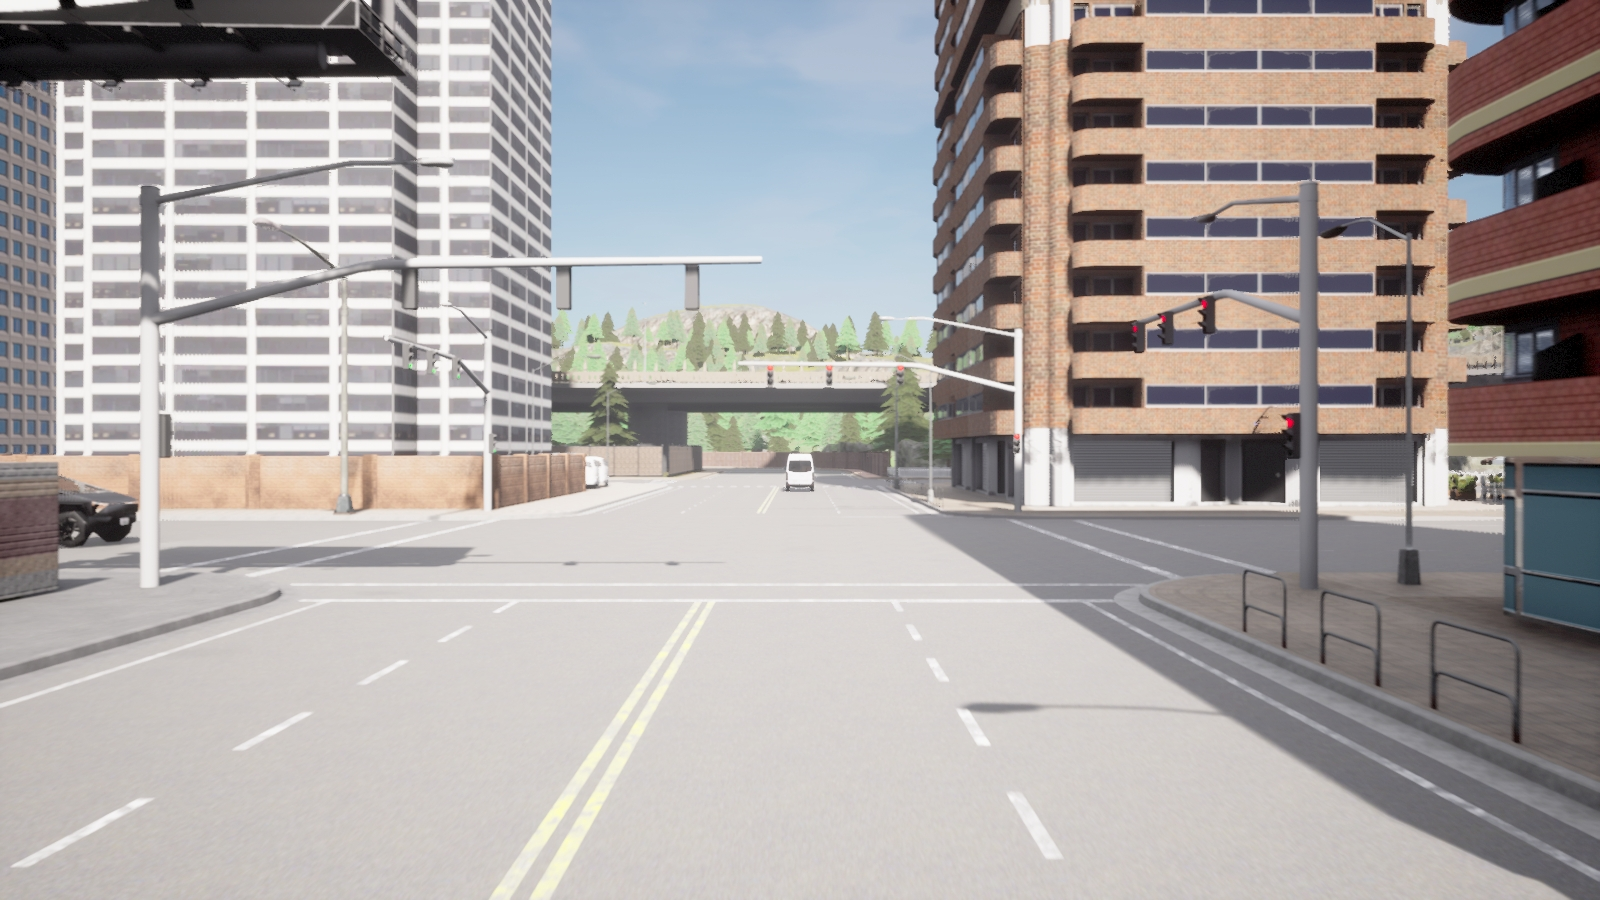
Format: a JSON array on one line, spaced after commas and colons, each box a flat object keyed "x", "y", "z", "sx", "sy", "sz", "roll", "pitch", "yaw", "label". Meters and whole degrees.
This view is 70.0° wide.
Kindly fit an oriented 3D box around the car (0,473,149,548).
[{"x": -23.037, "y": 1.753, "z": 33.737, "sx": 6.274, "sy": 2.098, "sz": 2.390, "roll": 0, "pitch": 0, "yaw": 0, "label": "car"}]
